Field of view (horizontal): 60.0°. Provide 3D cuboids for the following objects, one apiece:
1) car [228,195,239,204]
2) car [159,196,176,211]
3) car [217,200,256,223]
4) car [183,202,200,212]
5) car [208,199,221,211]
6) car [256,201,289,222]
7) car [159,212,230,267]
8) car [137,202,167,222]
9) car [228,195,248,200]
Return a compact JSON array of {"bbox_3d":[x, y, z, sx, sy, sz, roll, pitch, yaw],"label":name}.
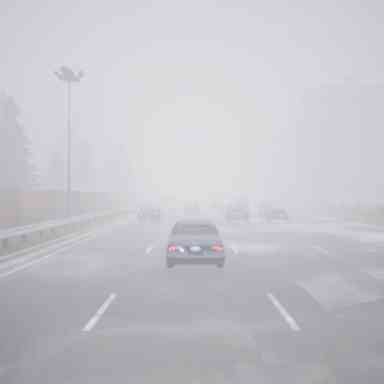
[{"bbox_3d":[10.128,1.866,81.340,2.150,2.045,5.566,0,0,0],"label":"car"},{"bbox_3d":[-3.570,1.603,48.214,2.150,2.045,5.566,0,0,0],"label":"car"},{"bbox_3d":[3.551,1.710,27.637,2.128,1.511,4.902,0,0,0],"label":"car"},{"bbox_3d":[-0.011,1.852,38.566,2.033,1.411,5.357,0,0,0],"label":"car"},{"bbox_3d":[3.427,1.733,48.441,2.097,1.767,4.553,0,-1,0],"label":"car"},{"bbox_3d":[7.045,1.754,28.892,1.812,1.442,4.674,0,0,0],"label":"car"},{"bbox_3d":[0.098,1.641,11.731,2.033,1.411,5.357,0,0,0],"label":"car"},{"bbox_3d":[-3.452,1.825,28.475,1.895,1.301,4.718,0,0,0],"label":"car"},{"bbox_3d":[6.924,1.605,48.540,2.150,2.045,5.566,0,0,0],"label":"car"}]
